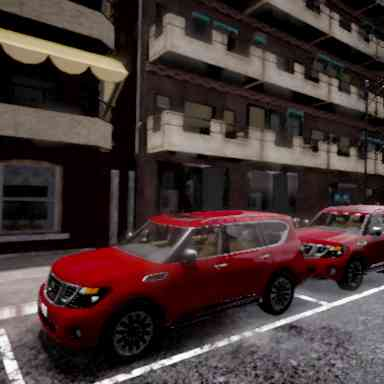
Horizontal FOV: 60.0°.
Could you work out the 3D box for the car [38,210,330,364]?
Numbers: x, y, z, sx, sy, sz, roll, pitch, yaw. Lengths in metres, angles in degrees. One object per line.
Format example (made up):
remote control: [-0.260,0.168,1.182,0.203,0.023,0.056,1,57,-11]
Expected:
car: [0.003,1.323,6.080,5.009,1.841,2.192,0,1,-36]

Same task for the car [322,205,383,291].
car: [4.498,1.336,9.299,5.009,1.841,2.192,0,1,-36]
